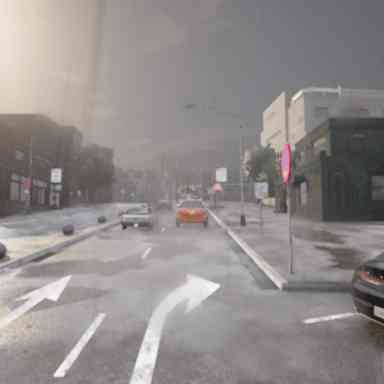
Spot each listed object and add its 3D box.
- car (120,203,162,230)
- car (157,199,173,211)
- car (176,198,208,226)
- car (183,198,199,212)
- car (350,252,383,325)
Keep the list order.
[{"bbox_3d":[-3.243,1.614,21.431,1.895,1.301,4.718,0,0,0],"label":"car"},{"bbox_3d":[-3.336,1.551,40.592,1.812,1.442,4.674,0,0,0],"label":"car"},{"bbox_3d":[-0.003,1.368,23.404,2.097,1.767,4.553,0,0,0],"label":"car"},{"bbox_3d":[-0.090,1.505,41.242,1.882,1.535,5.008,0,0,0],"label":"car"},{"bbox_3d":[4.986,1.492,5.567,4.892,1.521,2.231,1,0,-20],"label":"car"}]
